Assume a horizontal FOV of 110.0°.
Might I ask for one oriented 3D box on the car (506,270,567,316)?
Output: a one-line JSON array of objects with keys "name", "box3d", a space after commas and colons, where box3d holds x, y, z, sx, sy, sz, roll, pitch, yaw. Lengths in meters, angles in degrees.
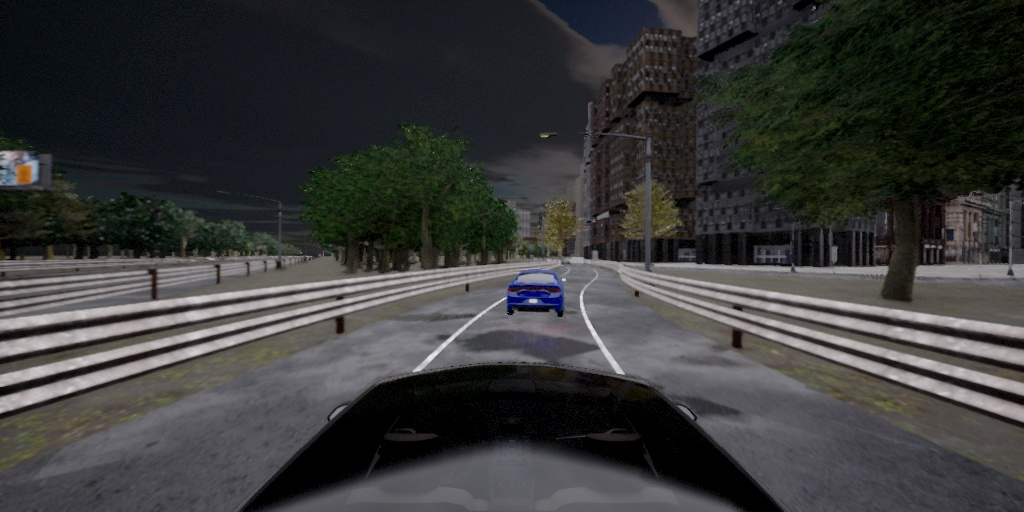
[{"name": "car", "box3d": [1.003, 1.250, 13.516, 1.882, 1.535, 5.008, 0, 0, 8]}]
